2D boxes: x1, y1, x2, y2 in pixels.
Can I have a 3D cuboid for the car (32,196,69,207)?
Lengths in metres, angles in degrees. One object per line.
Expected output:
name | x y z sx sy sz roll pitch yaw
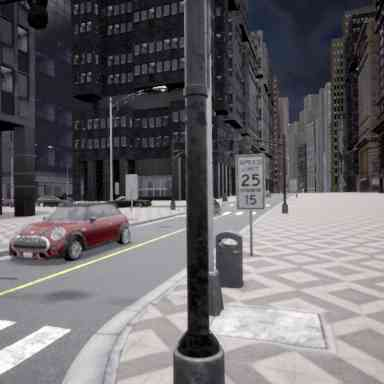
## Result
car | -18.569 1.258 43.755 4.181 1.385 1.994 -1 0 19

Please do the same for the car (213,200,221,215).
car | 1.001 1.210 26.563 1.994 1.385 4.181 -1 1 19

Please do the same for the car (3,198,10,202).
car | -25.619 1.091 42.798 4.553 1.767 2.097 -1 0 19

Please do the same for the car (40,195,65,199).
car | -16.095 1.152 39.524 4.892 1.490 1.837 -1 0 19

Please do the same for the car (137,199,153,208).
car | -6.701 1.156 36.255 4.718 1.301 1.895 -1 0 21

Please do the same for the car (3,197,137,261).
car | -4.103 1.221 11.871 2.097 1.767 4.553 -1 1 19

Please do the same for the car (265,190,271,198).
car | 15.047 0.422 67.803 1.837 1.490 4.892 -1 1 19
